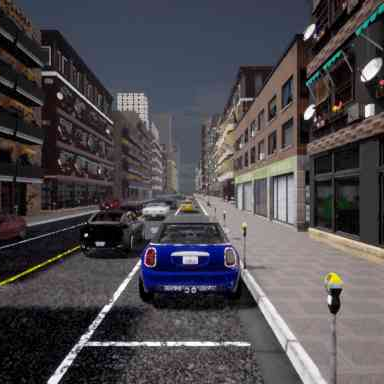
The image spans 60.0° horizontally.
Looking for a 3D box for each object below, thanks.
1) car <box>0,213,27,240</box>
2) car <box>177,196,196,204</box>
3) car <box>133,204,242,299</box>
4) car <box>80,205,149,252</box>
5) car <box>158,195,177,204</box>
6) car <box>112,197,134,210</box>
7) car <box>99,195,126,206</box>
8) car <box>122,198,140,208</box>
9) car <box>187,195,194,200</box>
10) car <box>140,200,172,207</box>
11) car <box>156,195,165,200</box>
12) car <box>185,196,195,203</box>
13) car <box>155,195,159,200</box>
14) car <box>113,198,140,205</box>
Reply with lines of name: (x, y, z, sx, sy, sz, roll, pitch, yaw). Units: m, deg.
car: (-8.835, 1.583, 14.612, 1.802, 1.307, 4.206, 0, 0, 0)
car: (-0.454, 1.525, 37.323, 1.752, 1.417, 4.829, 0, 0, 0)
car: (-0.032, 1.353, 8.619, 2.097, 1.767, 4.553, 0, 0, 0)
car: (-3.144, 1.507, 13.816, 1.837, 1.490, 4.892, 0, 0, 0)
car: (-3.052, 1.490, 45.905, 2.128, 1.511, 4.902, 0, 0, 0)
car: (-8.834, 1.439, 42.793, 1.967, 1.590, 4.097, 0, 0, 0)
car: (-8.833, 1.314, 37.157, 2.192, 1.841, 5.009, 0, 0, 0)
car: (-8.834, 1.543, 48.430, 1.887, 1.381, 4.507, 0, 0, 0)
car: (-0.452, 1.513, 93.685, 1.752, 1.417, 4.829, 0, 0, 0)
car: (-3.054, 1.601, 29.123, 1.895, 1.301, 4.718, 0, 0, 0)
car: (-8.834, 1.539, 93.519, 2.008, 1.369, 4.403, 0, 0, 0)
car: (-0.453, 1.545, 70.970, 2.008, 1.369, 4.403, 0, 0, 0)
car: (-8.834, 1.541, 87.882, 2.008, 1.369, 4.403, 0, 0, 0)
car: (-6.238, 1.600, 33.739, 1.895, 1.301, 4.718, 0, 0, 0)
